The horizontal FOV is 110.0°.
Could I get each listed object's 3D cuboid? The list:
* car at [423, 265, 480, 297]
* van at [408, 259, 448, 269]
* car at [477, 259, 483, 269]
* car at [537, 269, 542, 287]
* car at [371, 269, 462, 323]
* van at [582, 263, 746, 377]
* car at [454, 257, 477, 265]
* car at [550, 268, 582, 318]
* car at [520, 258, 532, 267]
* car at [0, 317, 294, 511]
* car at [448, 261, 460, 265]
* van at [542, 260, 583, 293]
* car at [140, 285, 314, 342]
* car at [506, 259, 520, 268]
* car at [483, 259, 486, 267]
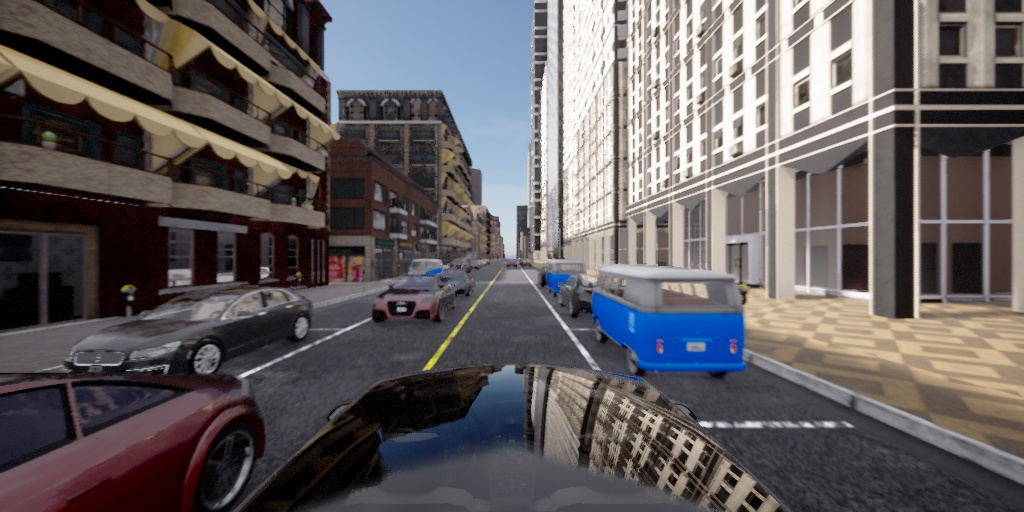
[{"bbox_3d":[-3.005,1.352,18.659,1.994,1.385,4.181,0,0,0],"label":"car"},{"bbox_3d":[-5.697,1.094,24.027,1.690,1.789,3.998,0,0,0],"label":"van"},{"bbox_3d":[-5.707,1.329,52.269,1.948,1.339,4.313,0,0,0],"label":"car"},{"bbox_3d":[2.683,1.315,24.029,1.948,1.339,4.313,0,0,0],"label":"car"},{"bbox_3d":[-3.085,1.315,12.045,1.994,1.385,4.181,0,0,1],"label":"car"},{"bbox_3d":[2.690,1.089,7.084,1.690,1.789,3.998,0,0,0],"label":"van"},{"bbox_3d":[-5.703,1.073,40.972,2.192,1.841,5.009,0,0,0],"label":"car"},{"bbox_3d":[2.688,1.299,12.732,2.007,1.370,4.403,0,0,0],"label":"car"},{"bbox_3d":[2.669,1.348,63.569,1.802,1.307,4.207,0,0,0],"label":"car"},{"bbox_3d":[-3.107,1.316,1.388,1.994,1.385,4.181,0,0,-1],"label":"car"},{"bbox_3d":[-5.699,1.337,29.675,1.802,1.307,4.207,0,0,0],"label":"car"},{"bbox_3d":[2.686,1.089,18.381,1.690,1.789,3.998,0,0,0],"label":"van"},{"bbox_3d":[-5.691,1.303,7.081,2.007,1.370,4.403,0,0,0],"label":"car"},{"bbox_3d":[-0.020,1.367,61.304,1.895,1.301,4.718,0,0,0],"label":"car"},{"bbox_3d":[-5.708,1.317,57.918,2.007,1.370,4.403,0,0,0],"label":"car"}]
